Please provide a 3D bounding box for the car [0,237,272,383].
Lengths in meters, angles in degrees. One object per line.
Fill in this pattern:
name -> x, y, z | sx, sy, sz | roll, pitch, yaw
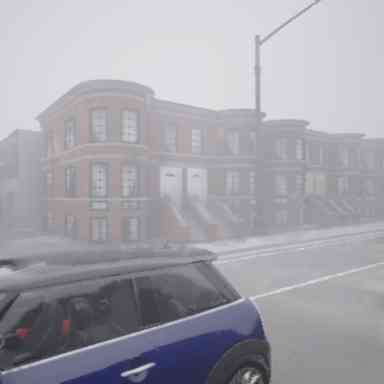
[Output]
car -> -1.419, 1.391, 2.951 | 4.553, 1.767, 2.097 | 0, -1, -36
